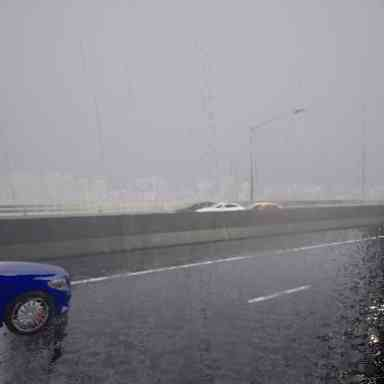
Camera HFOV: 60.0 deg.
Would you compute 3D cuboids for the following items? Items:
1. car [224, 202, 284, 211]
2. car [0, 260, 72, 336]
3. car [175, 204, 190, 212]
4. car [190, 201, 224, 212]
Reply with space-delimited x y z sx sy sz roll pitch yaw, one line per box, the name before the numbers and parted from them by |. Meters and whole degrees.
car | 5.110 1.542 24.607 5.008 1.535 1.882 1 0 -35
car | -4.275 1.519 4.994 4.674 1.442 1.812 1 0 -36
car | 0.724 1.566 30.086 4.892 1.490 1.837 1 0 -35
car | 2.485 1.585 27.050 4.674 1.442 1.812 1 0 -35
